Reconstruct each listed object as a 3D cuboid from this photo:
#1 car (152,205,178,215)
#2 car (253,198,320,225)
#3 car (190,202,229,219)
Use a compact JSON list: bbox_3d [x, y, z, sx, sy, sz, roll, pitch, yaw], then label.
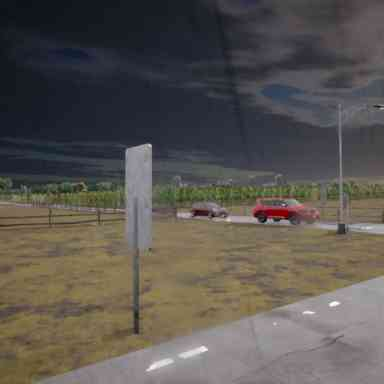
[{"bbox_3d":[-3.779,2.268,42.641,1.895,1.301,4.718,0,-1,-36],"label":"car"},{"bbox_3d":[7.483,1.517,27.012,2.150,2.045,5.566,0,-1,-36],"label":"car"},{"bbox_3d":[1.810,1.833,34.886,2.097,1.767,4.553,0,-1,-36],"label":"car"}]
